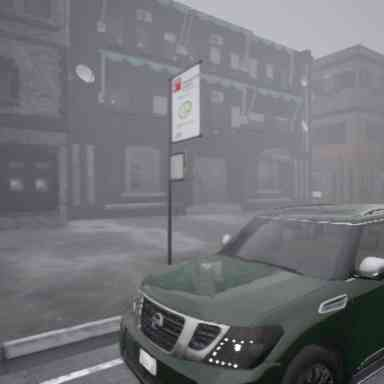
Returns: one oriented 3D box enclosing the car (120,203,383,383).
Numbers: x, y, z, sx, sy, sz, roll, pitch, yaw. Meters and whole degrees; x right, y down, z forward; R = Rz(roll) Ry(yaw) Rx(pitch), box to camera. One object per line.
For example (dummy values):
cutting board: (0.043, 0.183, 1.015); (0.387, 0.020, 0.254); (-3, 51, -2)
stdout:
car: (1.838, 1.219, 4.692); (5.566, 2.045, 2.150); (0, 0, -36)
